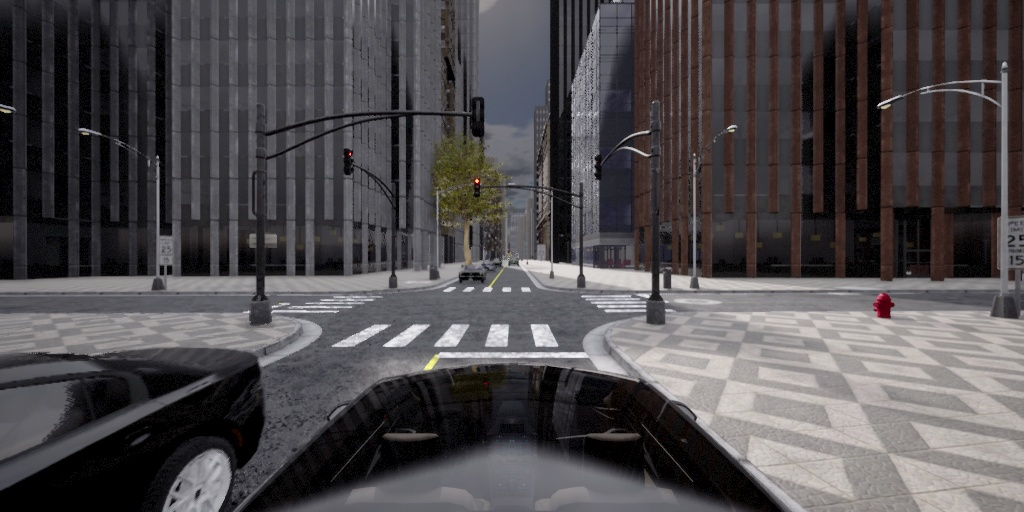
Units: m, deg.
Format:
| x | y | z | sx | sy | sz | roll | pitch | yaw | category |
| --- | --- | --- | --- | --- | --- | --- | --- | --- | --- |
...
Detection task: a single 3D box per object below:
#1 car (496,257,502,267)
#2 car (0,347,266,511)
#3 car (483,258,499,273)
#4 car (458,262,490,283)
| x | y | z | sx | sy | sz | roll | pitch | yaw | category |
| --- | --- | --- | --- | --- | --- | --- | --- | --- | --- |
| -2.809 | 1.089 | 63.453 | 2.097 | 1.767 | 4.553 | 0 | 0 | 0 | car |
| -3.106 | 1.228 | 1.057 | 1.882 | 1.535 | 5.008 | 0 | 0 | 0 | car |
| -2.971 | 1.301 | 42.885 | 1.994 | 1.385 | 4.181 | 0 | 0 | 0 | car |
| -2.993 | 1.343 | 27.816 | 1.895 | 1.301 | 4.718 | 0 | 0 | -1 | car |
